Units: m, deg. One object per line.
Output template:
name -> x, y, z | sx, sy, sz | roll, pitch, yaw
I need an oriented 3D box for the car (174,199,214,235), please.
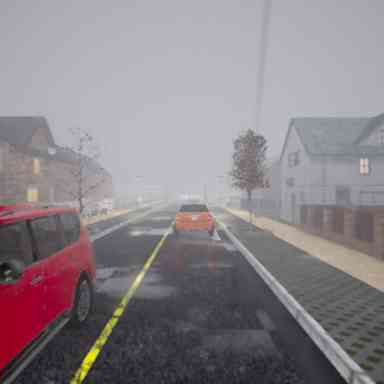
car -> 0.107, 1.366, 19.022 | 2.097, 1.767, 4.553 | 0, 0, 0

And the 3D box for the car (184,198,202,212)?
car -> 0.113, 1.537, 40.726 | 2.128, 1.511, 4.902 | 0, 0, 0

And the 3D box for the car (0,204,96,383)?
car -> -2.845, 1.223, 3.987 | 2.150, 2.045, 5.566 | 0, 0, 0
